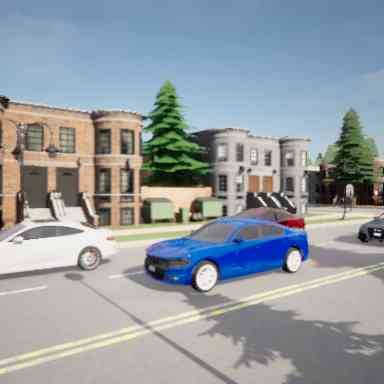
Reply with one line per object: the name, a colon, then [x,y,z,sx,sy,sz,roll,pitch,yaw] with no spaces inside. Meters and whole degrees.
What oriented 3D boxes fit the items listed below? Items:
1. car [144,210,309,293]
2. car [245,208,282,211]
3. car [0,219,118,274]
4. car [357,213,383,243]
car: [1.116,1.478,9.083,5.008,1.535,1.882,0,0,-35]
car: [2.929,1.478,14.667,5.008,1.535,1.882,0,0,-35]
car: [-4.444,1.526,9.415,4.674,1.442,1.812,0,0,-36]
car: [9.262,1.565,14.862,4.181,1.385,1.994,0,0,-35]
